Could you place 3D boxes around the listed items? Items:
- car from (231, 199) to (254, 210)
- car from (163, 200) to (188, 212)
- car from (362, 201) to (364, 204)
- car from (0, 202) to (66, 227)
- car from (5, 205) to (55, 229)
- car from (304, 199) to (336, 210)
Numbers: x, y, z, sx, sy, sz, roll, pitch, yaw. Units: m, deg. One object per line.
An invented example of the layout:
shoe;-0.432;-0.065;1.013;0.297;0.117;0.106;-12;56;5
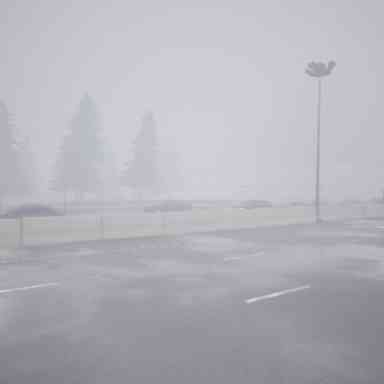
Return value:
car;6.179;1.504;33.902;4.892;1.490;1.837;0;0;-35
car;-2.264;1.405;32.290;5.008;1.535;1.882;0;0;-35
car;22.877;1.340;41.123;4.181;1.385;1.994;0;0;-35
car;-10.771;1.431;22.086;4.181;1.385;1.994;0;0;-35
car;-9.439;1.448;18.749;4.181;1.385;1.994;0;0;-35
car;17.753;1.645;46.109;4.181;1.385;1.994;1;0;-34
